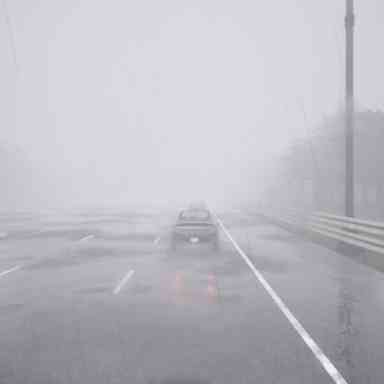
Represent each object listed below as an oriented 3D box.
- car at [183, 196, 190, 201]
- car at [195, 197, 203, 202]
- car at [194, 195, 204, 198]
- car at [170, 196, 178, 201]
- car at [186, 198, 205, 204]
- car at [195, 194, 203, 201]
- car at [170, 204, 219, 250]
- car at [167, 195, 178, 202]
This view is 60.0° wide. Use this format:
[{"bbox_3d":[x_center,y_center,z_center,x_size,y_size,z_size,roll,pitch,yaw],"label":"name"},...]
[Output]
[{"bbox_3d":[-1.461,1.890,93.676,2.033,1.411,5.357,0,0,3],"label":"car"},{"bbox_3d":[1.826,1.912,86.651,1.895,1.301,4.718,0,0,1],"label":"car"},{"bbox_3d":[1.147,1.717,58.736,2.033,1.411,5.357,0,0,1],"label":"car"},{"bbox_3d":[-4.960,1.890,93.773,1.895,1.301,4.718,0,0,3],"label":"car"},{"bbox_3d":[0.595,1.657,36.078,1.895,1.301,4.718,0,0,1],"label":"car"},{"bbox_3d":[2.036,1.530,93.533,2.150,2.045,5.566,0,0,3],"label":"car"},{"bbox_3d":[0.122,1.495,14.278,2.128,1.511,4.902,0,0,1],"label":"car"},{"bbox_3d":[-5.217,1.653,84.964,2.097,1.767,4.553,0,0,1],"label":"car"}]
